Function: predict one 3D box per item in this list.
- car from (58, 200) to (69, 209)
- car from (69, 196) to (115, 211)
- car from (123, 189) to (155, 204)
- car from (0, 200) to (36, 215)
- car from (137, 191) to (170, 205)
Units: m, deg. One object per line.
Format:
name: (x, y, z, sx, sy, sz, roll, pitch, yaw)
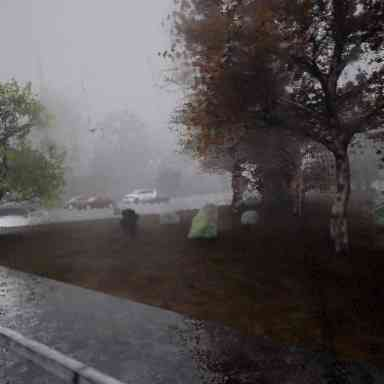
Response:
car: (-14.345, 1.345, 41.648, 1.837, 1.490, 4.892, 0, 2, 39)
car: (-11.491, 1.301, 39.612, 1.882, 1.535, 5.008, 0, 2, 39)
car: (-7.701, 0.654, 49.877, 2.150, 2.045, 5.566, 0, 3, 39)
car: (-17.714, 1.641, 31.886, 1.895, 1.301, 4.718, 0, 1, 39)
car: (-5.153, 0.960, 47.470, 1.812, 1.442, 4.674, 0, 3, 40)
